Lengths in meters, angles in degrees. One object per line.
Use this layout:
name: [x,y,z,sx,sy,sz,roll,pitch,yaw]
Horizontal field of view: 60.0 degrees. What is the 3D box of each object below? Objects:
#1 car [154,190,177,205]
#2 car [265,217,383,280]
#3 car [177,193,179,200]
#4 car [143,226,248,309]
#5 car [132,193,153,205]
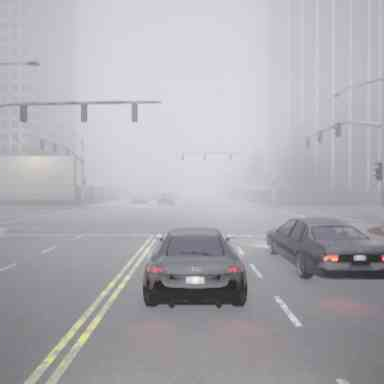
car: [-3.589,0.876,46.186,2.097,1.767,4.553,0,1,0]
car: [3.582,1.446,9.676,2.033,1.411,5.357,0,1,-1]
car: [-3.530,0.830,64.249,2.128,1.511,4.902,0,0,1]
car: [0.061,1.482,7.792,1.994,1.385,4.181,0,1,0]
car: [-7.089,1.087,46.150,1.994,1.385,4.181,0,1,0]
